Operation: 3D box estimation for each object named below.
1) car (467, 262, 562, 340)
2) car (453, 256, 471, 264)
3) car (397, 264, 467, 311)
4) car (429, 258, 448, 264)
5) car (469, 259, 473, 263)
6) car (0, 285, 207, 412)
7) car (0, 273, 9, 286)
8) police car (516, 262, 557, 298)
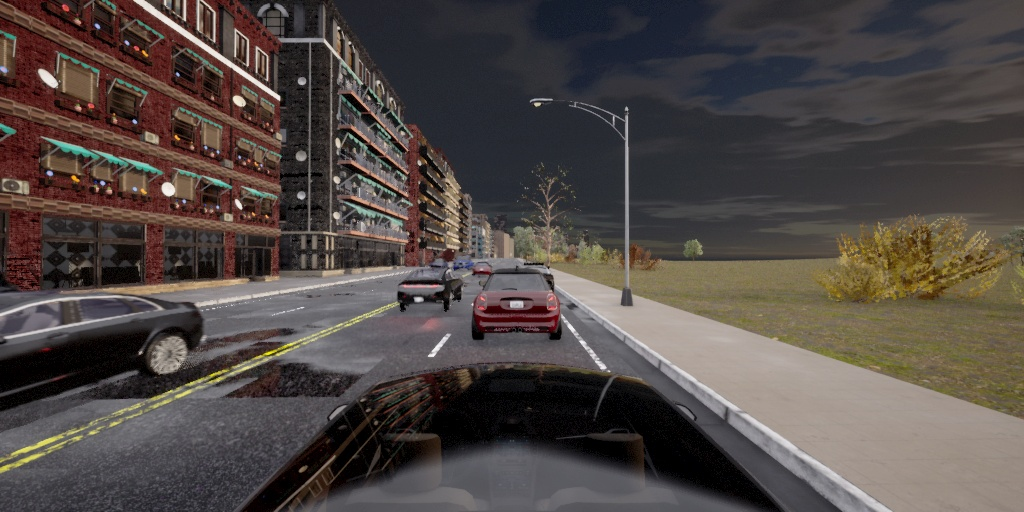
[{"bbox_3d":[0.114,1.103,10.134,2.097,1.767,4.553,0,0,0],"label":"car"},{"bbox_3d":[-6.492,0.972,47.824,2.150,2.045,5.566,0,0,0],"label":"car"},{"bbox_3d":[-3.122,1.241,14.457,2.128,1.511,4.902,0,0,0],"label":"car"},{"bbox_3d":[-9.741,1.103,47.534,2.097,1.767,4.553,0,0,0],"label":"car"},{"bbox_3d":[-3.066,1.316,38.436,1.994,1.385,4.181,0,0,0],"label":"car"},{"bbox_3d":[-6.594,1.242,4.564,2.128,1.511,4.902,0,0,0],"label":"car"},{"bbox_3d":[-9.846,0.972,4.093,2.150,2.045,5.566,0,0,0],"label":"car"},{"bbox_3d":[1.178,1.177,19.630,1.930,1.638,5.238,0,0,0],"label":"police car"}]
